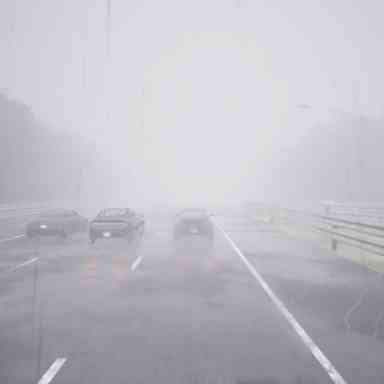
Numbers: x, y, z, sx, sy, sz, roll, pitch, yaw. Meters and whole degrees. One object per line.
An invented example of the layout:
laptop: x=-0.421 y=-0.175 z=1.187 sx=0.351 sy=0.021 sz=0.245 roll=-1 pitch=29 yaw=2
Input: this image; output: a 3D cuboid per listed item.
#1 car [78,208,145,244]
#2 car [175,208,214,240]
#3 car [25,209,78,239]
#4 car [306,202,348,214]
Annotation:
car: x=-3.402 y=1.496 z=15.739 sx=2.128 sy=1.511 sz=4.902 roll=0 pitch=0 yaw=0
car: x=0.102 y=1.531 z=16.961 sx=1.812 sy=1.442 sz=4.674 roll=0 pitch=0 yaw=0
car: x=-6.901 y=1.569 z=17.441 sx=1.994 sy=1.385 sz=4.181 roll=0 pitch=0 yaw=0
car: x=12.597 y=1.630 z=31.240 sx=1.812 sy=1.442 sz=4.674 roll=0 pitch=0 yaw=-14
